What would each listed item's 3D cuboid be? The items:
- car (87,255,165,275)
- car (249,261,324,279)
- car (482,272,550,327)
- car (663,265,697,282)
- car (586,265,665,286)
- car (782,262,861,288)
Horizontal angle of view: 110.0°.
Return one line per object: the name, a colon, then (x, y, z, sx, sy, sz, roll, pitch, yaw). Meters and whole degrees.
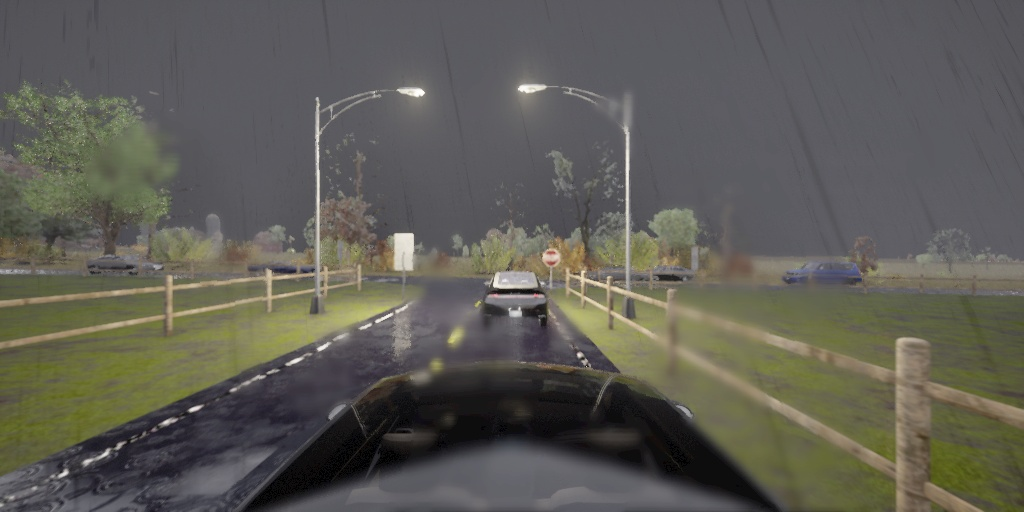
car: (-29.554, 0.655, 27.496, 4.902, 1.511, 2.128, 1, 1, 0)
car: (-17.202, 1.033, 27.487, 4.718, 1.301, 1.895, 1, 1, 0)
car: (0.098, 1.243, 11.473, 2.128, 1.511, 4.902, 0, 0, 0)
car: (12.995, 1.536, 30.409, 4.902, 1.511, 2.128, 1, 1, 0)
car: (8.529, 1.530, 27.786, 5.357, 1.411, 2.033, 1, 1, -4)
car: (26.191, 1.540, 30.394, 5.566, 2.045, 2.150, 0, 1, 0)
